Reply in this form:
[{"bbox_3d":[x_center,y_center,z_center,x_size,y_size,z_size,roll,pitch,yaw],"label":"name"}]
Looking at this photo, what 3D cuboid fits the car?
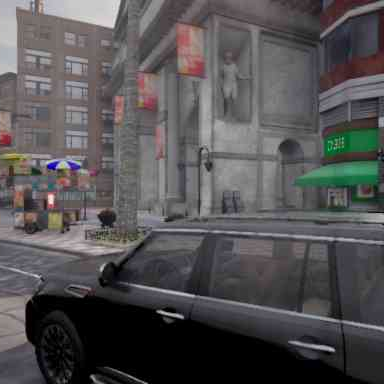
[{"bbox_3d":[0.520,1.217,3.522,5.566,2.045,2.150,-1,0,36],"label":"car"}]
